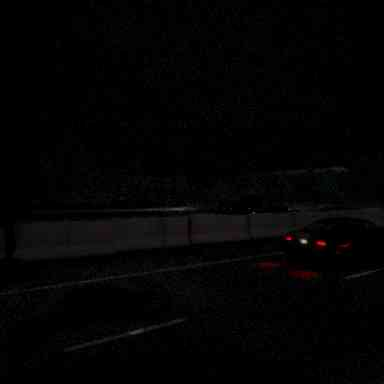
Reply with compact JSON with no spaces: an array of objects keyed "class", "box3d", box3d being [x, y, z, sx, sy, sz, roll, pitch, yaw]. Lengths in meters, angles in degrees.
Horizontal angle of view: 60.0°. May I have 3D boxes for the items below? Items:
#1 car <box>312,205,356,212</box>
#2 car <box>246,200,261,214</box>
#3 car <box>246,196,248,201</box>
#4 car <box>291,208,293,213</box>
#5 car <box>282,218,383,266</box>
[{"class":"car","box3d":[13.312,1.812,30.588,4.181,1.385,1.994,1,0,-35]},{"class":"car","box3d":[8.217,1.832,35.558,4.718,1.301,1.895,1,0,-35]},{"class":"car","box3d":[5.746,1.445,38.096,5.566,2.045,2.150,1,0,-35]},{"class":"car","box3d":[11.804,1.777,33.808,4.674,1.442,1.812,1,0,-35]},{"class":"car","box3d":[5.602,1.647,12.014,5.357,1.411,2.033,1,0,-35]}]
